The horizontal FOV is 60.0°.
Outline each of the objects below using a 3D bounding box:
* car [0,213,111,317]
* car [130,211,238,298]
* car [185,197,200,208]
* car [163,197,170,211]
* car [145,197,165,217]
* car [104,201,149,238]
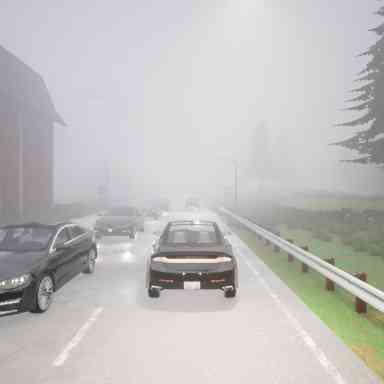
[{"bbox_3d":[-3.600,1.464,7.621,2.128,1.511,4.902,0,0,0],"label":"car"},{"bbox_3d":[0.001,1.464,8.440,2.128,1.511,4.902,0,0,0],"label":"car"},{"bbox_3d":[0.081,1.385,44.363,2.033,1.411,5.357,0,0,0],"label":"car"},{"bbox_3d":[-3.553,1.337,37.845,1.882,1.535,5.008,0,0,0],"label":"car"},{"bbox_3d":[-3.594,1.424,27.357,1.812,1.442,4.674,0,0,0],"label":"car"},{"bbox_3d":[-3.598,1.442,17.092,1.837,1.490,4.892,0,0,0],"label":"car"}]
